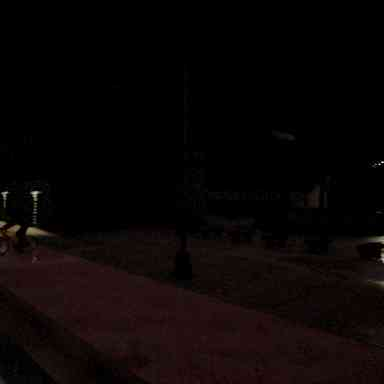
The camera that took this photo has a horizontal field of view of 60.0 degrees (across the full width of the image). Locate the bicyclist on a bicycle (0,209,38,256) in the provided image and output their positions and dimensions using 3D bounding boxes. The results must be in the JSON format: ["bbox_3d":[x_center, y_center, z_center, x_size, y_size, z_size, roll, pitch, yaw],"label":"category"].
[{"bbox_3d":[-6.359,1.451,11.892,1.656,1.620,0.582,2,-1,-45],"label":"bicyclist on a bicycle"}]
